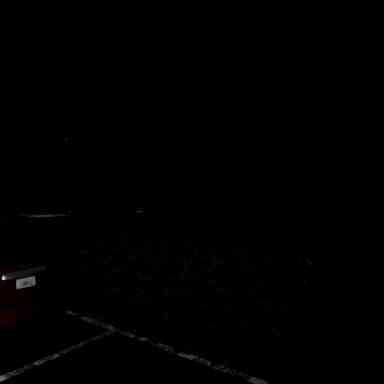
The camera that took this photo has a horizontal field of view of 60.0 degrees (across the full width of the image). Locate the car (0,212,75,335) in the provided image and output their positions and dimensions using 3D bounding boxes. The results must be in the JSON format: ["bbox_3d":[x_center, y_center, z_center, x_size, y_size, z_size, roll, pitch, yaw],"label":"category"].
[{"bbox_3d":[-4.187,1.316,5.942,5.009,1.841,2.192,0,-1,36],"label":"car"}]

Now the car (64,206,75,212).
[{"bbox_3d":[-12.104,1.835,38.118,1.895,1.301,4.718,-1,-1,37],"label":"car"}]
